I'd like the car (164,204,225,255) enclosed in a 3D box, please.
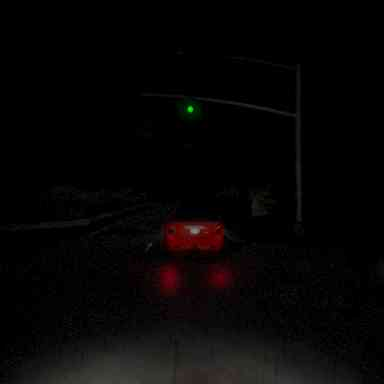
[{"bbox_3d":[0.091,1.320,13.208,2.097,1.767,4.553,0,0,0],"label":"car"}]

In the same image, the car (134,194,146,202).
[{"bbox_3d":[-10.986,1.255,62.069,4.553,1.767,2.097,0,0,24],"label":"car"}]
